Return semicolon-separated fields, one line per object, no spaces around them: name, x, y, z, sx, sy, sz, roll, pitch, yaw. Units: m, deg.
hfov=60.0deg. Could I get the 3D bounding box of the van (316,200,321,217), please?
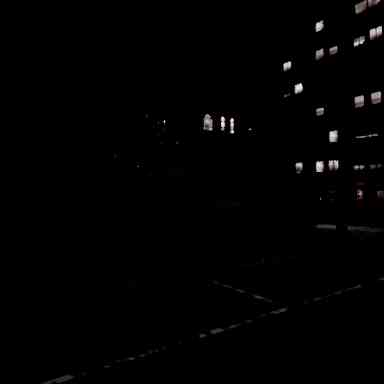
van;10.558;1.644;32.580;1.690;1.788;3.998;-1;0;-36
